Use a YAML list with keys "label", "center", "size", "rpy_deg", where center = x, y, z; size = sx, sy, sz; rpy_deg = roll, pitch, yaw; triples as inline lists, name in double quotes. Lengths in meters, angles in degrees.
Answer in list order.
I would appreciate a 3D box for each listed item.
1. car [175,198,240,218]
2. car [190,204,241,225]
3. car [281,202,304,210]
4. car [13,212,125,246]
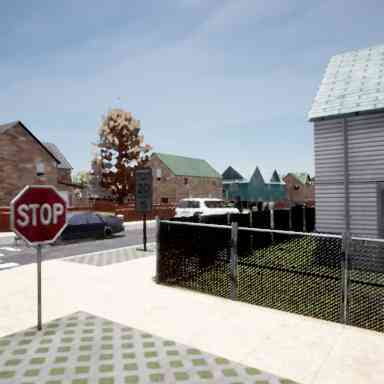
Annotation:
- label: "car"
  center: [1.141, 1.432, 21.449]
  size: [2.150, 2.045, 5.566]
  rpy_deg: [-1, -2, 35]
- label: "car"
  center: [2.055, 1.808, 27.707]
  size: [1.882, 1.535, 5.008]
  rpy_deg: [-2, -2, 35]
- label: "car"
  center: [13.177, 2.024, 43.467]
  size: [1.882, 1.535, 5.008]
  rpy_deg: [-2, -2, 35]
- label: "car"
  center: [-5.783, 1.720, 16.514]
  size: [2.033, 1.411, 5.357]
  rpy_deg: [-1, -2, 35]
